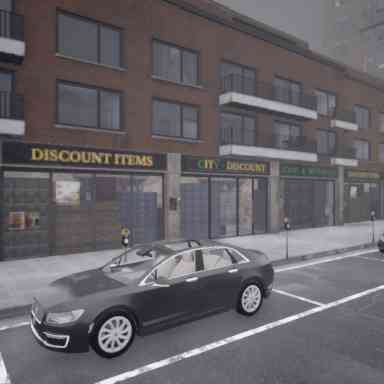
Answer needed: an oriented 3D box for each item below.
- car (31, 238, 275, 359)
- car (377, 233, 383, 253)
[{"bbox_3d":[-0.418,1.551,5.893,4.403,1.369,2.008,0,0,-36],"label":"car"},{"bbox_3d":[8.559,1.581,12.315,4.206,1.307,1.802,0,0,-36],"label":"car"}]
